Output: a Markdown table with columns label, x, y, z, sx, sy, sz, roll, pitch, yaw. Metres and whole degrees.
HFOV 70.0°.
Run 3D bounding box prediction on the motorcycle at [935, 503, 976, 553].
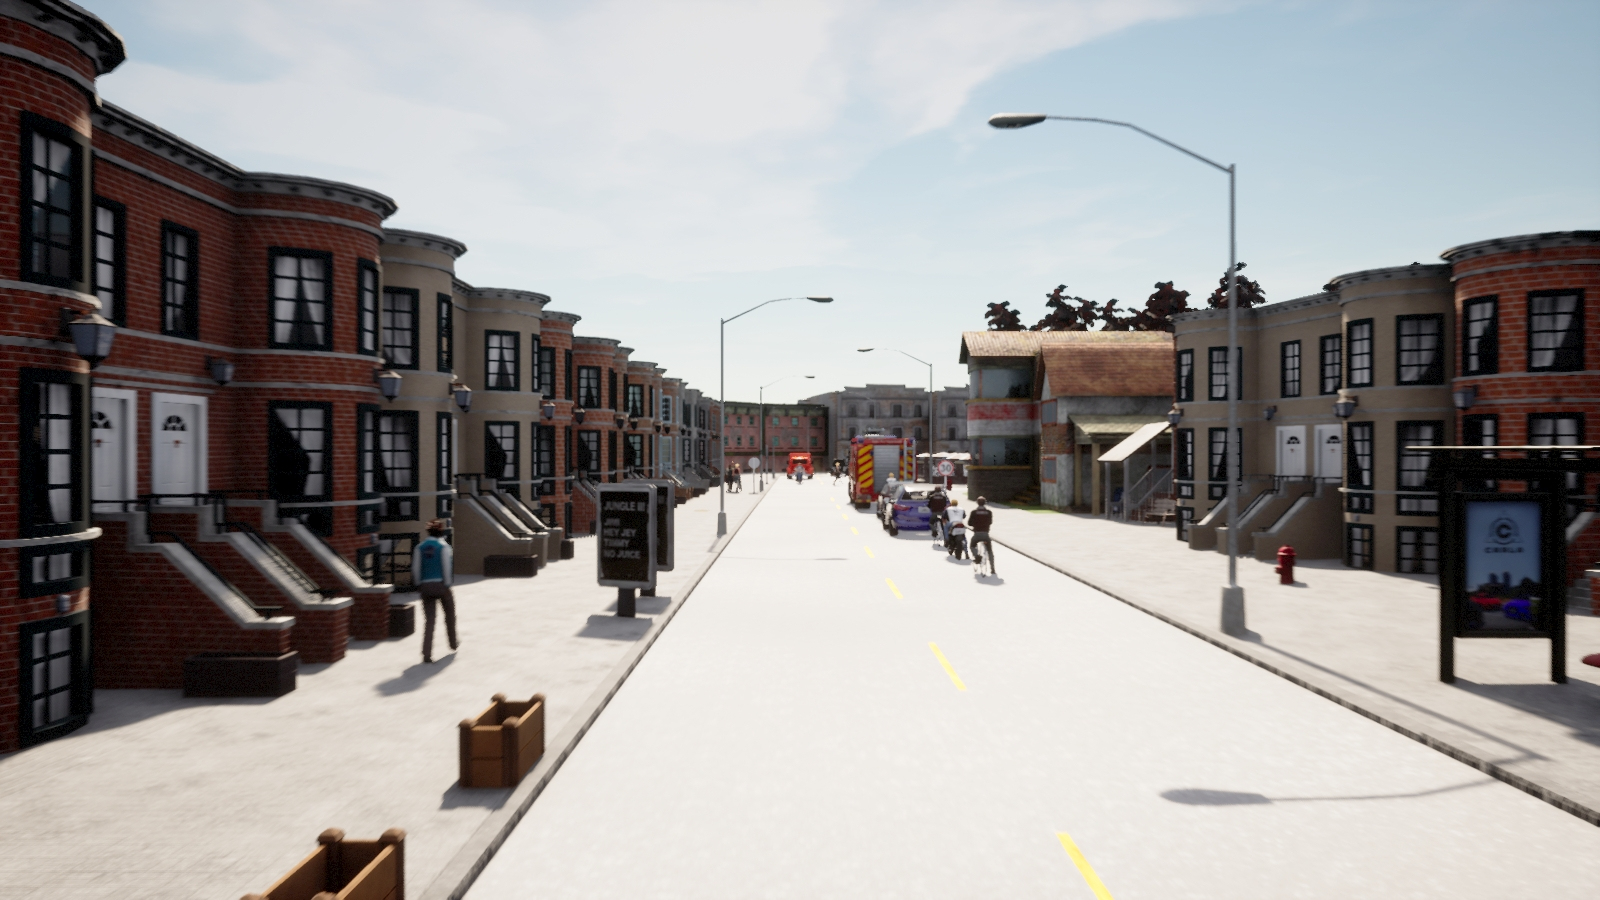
| label | x | y | z | sx | sy | sz | roll | pitch | yaw |
| --- | --- | --- | --- | --- | --- | --- | --- | --- | --- |
| motorcycle | 3.998 | 1.993 | 29.514 | 0.803 | 1.145 | 2.033 | 0 | 0 | 0 |

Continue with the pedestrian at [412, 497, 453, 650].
| label | x | y | z | sx | sy | sz | roll | pitch | yaw |
| --- | --- | --- | --- | --- | --- | --- | --- | --- | --- |
| pedestrian | -4.576 | 1.525 | 14.244 | 0.375 | 1.860 | 0.375 | 0 | 0 | 4 |

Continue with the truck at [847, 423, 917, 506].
| label | x | y | z | sx | sy | sz | roll | pitch | yaw |
| --- | --- | --- | --- | --- | --- | --- | --- | --- | --- |
| truck | 3.990 | 0.671 | 57.348 | 2.891 | 3.827 | 8.468 | 0 | 0 | 0 |

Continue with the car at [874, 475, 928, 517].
| label | x | y | z | sx | sy | sz | roll | pitch | yaw |
| --- | --- | --- | --- | --- | --- | --- | --- | --- | --- |
| car | 4.003 | 1.800 | 45.689 | 1.789 | 1.549 | 3.705 | 0 | 0 | 0 |

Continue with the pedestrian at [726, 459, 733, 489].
| label | x | y | z | sx | sy | sz | roll | pitch | yaw |
| --- | --- | --- | --- | --- | --- | --- | --- | --- | --- |
| pedestrian | -4.472 | 1.524 | 72.690 | 0.375 | 1.860 | 0.375 | 0 | 0 | 10 |

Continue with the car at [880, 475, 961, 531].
| label | x | y | z | sx | sy | sz | roll | pitch | yaw |
| --- | --- | --- | --- | --- | --- | --- | --- | --- | --- |
| car | 3.998 | 1.747 | 38.678 | 2.242 | 1.667 | 4.611 | 0 | 0 | 0 |

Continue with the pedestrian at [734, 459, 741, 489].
| label | x | y | z | sx | sy | sz | roll | pitch | yaw |
| --- | --- | --- | --- | --- | --- | --- | --- | --- | --- |
| pedestrian | -3.939 | 1.523 | 71.929 | 0.375 | 1.860 | 0.375 | 0 | 0 | 17 |

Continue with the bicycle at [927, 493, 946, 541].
| label | x | y | z | sx | sy | sz | roll | pitch | yaw |
| --- | --- | --- | --- | --- | --- | --- | --- | --- | --- |
| bicycle | 3.990 | 1.940 | 33.426 | 0.329 | 1.271 | 1.835 | 0 | 0 | 0 |
